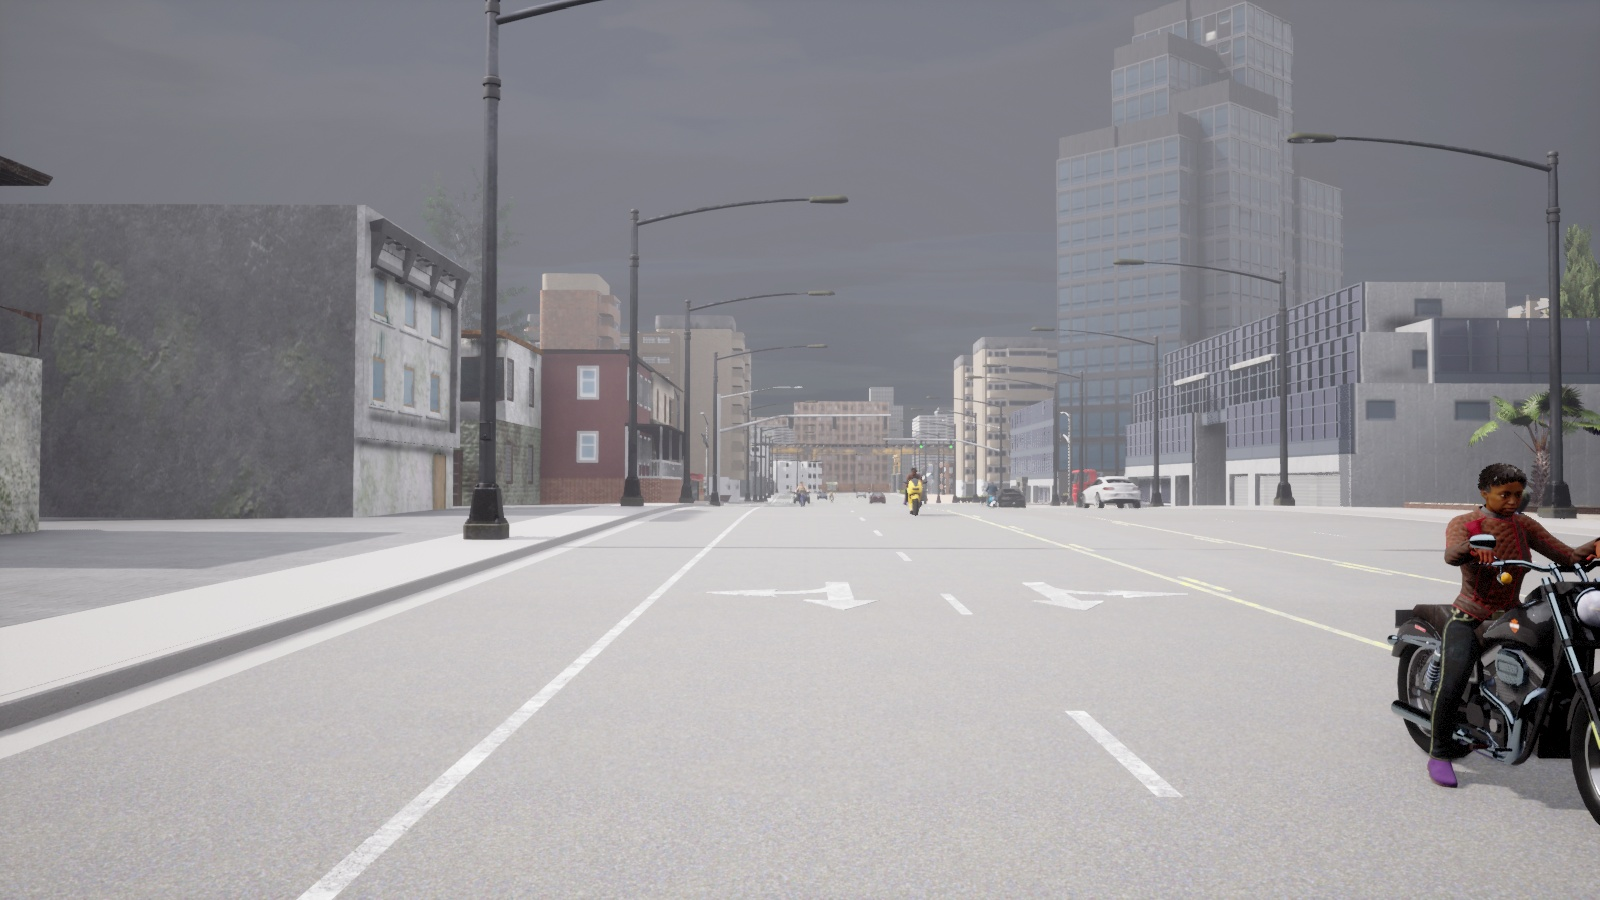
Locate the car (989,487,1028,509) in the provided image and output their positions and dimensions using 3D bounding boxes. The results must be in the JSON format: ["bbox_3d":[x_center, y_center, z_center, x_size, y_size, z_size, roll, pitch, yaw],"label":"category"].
[{"bbox_3d":[14.147,3.272,85.419,1.837,1.490,4.892,0,-3,0],"label":"car"}]

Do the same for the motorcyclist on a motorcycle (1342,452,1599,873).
[{"bbox_3d":[3.520,0.843,6.085,0.766,1.649,2.350,0,-1,0],"label":"motorcyclist on a motorcycle"}]

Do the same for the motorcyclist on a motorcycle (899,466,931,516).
[{"bbox_3d":[3.571,1.265,39.211,0.797,1.523,2.044,0,-1,0],"label":"motorcyclist on a motorcycle"}]

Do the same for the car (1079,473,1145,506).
[{"bbox_3d":[14.099,1.818,56.924,1.812,1.442,4.674,0,-3,0],"label":"car"}]
